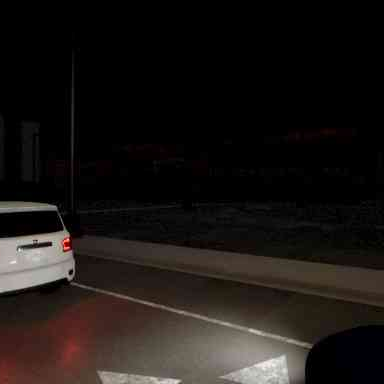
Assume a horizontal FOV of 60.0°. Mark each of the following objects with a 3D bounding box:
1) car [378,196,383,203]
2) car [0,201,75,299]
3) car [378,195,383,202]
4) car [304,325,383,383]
[{"bbox_3d":[39.934,1.527,67.893,2.038,1.542,4.974,1,1,6],"label":"car"},{"bbox_3d":[-5.017,1.220,7.565,5.566,2.045,2.150,0,0,35],"label":"car"},{"bbox_3d":[39.940,1.369,67.943,1.853,1.218,4.536,1,1,6],"label":"car"},{"bbox_3d":[3.020,1.516,1.833,4.674,1.442,1.812,0,0,35],"label":"car"}]
